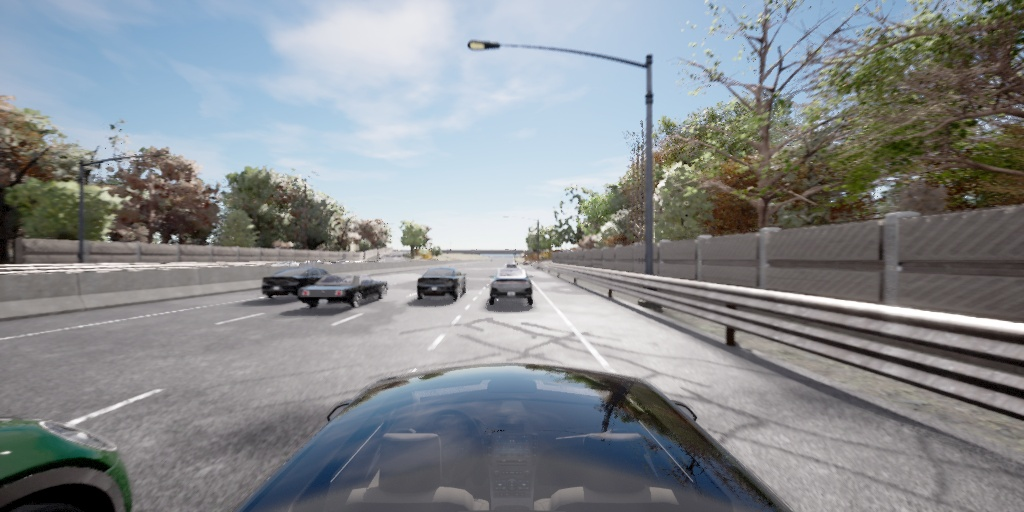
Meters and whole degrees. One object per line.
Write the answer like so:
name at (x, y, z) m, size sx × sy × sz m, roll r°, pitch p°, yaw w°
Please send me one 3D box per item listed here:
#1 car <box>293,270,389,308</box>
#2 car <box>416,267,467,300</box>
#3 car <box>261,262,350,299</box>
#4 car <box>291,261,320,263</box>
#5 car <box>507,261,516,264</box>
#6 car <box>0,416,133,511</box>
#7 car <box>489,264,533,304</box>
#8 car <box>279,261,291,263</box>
car at (-6.928, 1.396, 15.383) m, size 1.895 × 1.301 × 4.718 m, roll 0°, pitch 0°, yaw 0°
car at (-3.434, 1.296, 18.289) m, size 1.882 × 1.535 × 5.008 m, roll 0°, pitch 0°, yaw 0°
car at (-10.435, 1.278, 18.343) m, size 1.882 × 1.535 × 5.008 m, roll 0°, pitch 0°, yaw 0°
car at (-28.143, 1.428, 50.366) m, size 2.128 × 1.511 × 4.902 m, roll 0°, pitch 0°, yaw 0°
car at (-0.137, 1.648, 63.375) m, size 2.033 × 1.411 × 5.357 m, roll 0°, pitch 0°, yaw 0°
car at (-3.398, 1.087, 0.295) m, size 2.097 × 1.767 × 4.553 m, roll 0°, pitch 0°, yaw 0°
car at (-0.034, 1.312, 16.734) m, size 2.128 × 1.511 × 4.902 m, roll 0°, pitch 0°, yaw 0°
car at (-31.638, 1.451, 50.145) m, size 1.812 × 1.442 × 4.674 m, roll 0°, pitch 0°, yaw 0°
